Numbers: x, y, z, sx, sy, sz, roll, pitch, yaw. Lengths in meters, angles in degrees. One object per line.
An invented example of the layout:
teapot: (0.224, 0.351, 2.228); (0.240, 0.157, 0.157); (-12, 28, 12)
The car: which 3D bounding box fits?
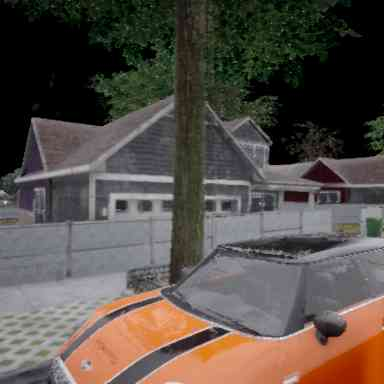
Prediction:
car: (0.877, 1.352, 3.694); (4.553, 1.767, 2.097); (0, 0, -36)
